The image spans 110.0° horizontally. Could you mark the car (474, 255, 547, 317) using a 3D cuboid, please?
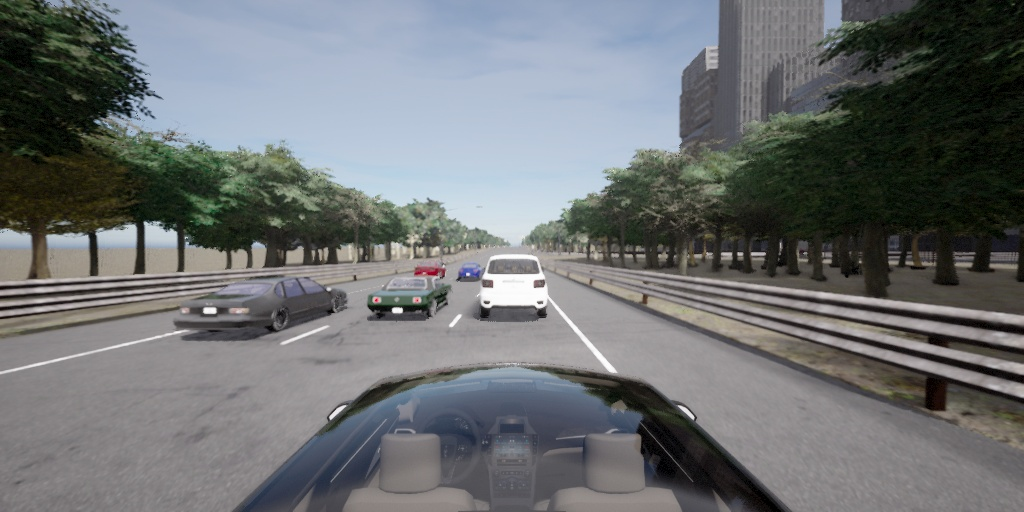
[{"bbox_3d":[0.065,0.983,13.317,2.150,2.045,5.566,0,0,0],"label":"car"}]

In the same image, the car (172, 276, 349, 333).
[{"bbox_3d":[-6.953,1.306,10.781,2.033,1.411,5.357,0,0,0],"label":"car"}]

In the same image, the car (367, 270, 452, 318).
[{"bbox_3d":[-3.437,1.360,13.049,1.895,1.301,4.718,0,0,0],"label":"car"}]

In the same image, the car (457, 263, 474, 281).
[{"bbox_3d":[-3.425,1.269,30.351,1.812,1.442,4.674,0,0,0],"label":"car"}]

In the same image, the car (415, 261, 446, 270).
[{"bbox_3d":[-6.924,1.220,30.884,1.882,1.535,5.008,0,0,0],"label":"car"}]
